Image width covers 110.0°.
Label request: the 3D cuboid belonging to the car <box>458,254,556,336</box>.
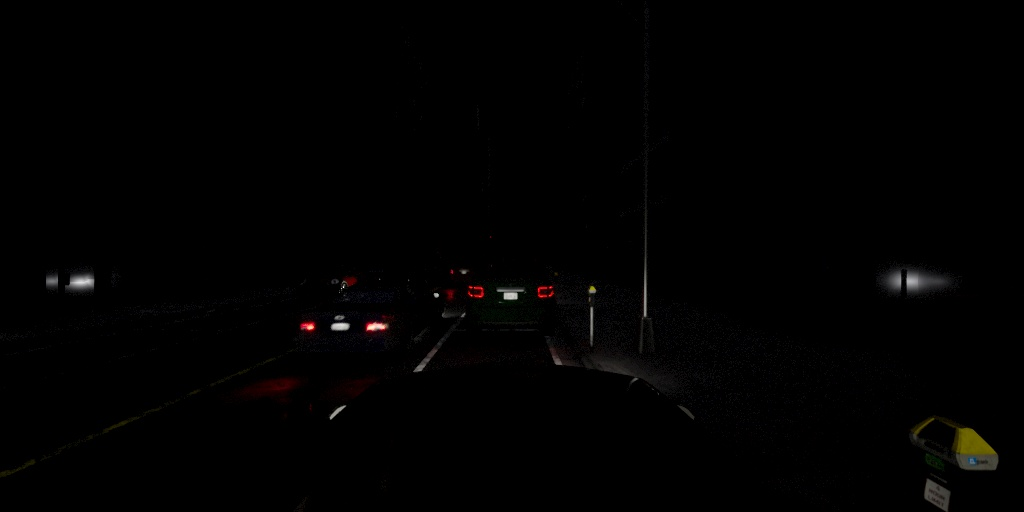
[{"bbox_3d":[-0.028,0.969,10.528,2.150,2.045,5.566,0,0,0],"label":"car"}]

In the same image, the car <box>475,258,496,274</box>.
[{"bbox_3d":[-3.001,1.083,41.527,2.097,1.767,4.553,0,0,0],"label":"car"}]

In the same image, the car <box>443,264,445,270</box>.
[{"bbox_3d":[-8.758,1.266,51.552,1.888,1.381,4.507,0,0,0],"label":"car"}]

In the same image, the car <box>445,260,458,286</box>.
[{"bbox_3d":[-3.118,1.094,25.360,2.097,1.767,4.553,0,0,0],"label":"car"}]

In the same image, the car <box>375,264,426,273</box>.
[{"bbox_3d":[-6.223,1.249,20.968,1.837,1.490,4.892,0,0,0],"label":"car"}]

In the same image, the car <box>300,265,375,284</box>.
[{"bbox_3d":[-8.795,1.185,18.037,1.967,1.591,4.097,0,0,0],"label":"car"}]

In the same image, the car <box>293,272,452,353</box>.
[{"bbox_3d":[-3.036,1.295,8.855,2.033,1.411,5.357,0,0,0],"label":"car"}]
